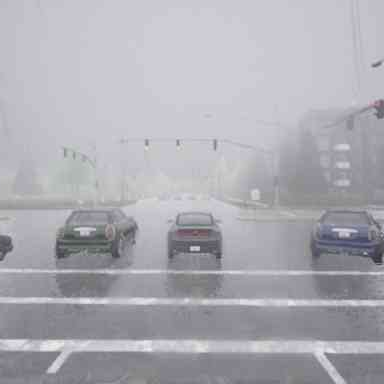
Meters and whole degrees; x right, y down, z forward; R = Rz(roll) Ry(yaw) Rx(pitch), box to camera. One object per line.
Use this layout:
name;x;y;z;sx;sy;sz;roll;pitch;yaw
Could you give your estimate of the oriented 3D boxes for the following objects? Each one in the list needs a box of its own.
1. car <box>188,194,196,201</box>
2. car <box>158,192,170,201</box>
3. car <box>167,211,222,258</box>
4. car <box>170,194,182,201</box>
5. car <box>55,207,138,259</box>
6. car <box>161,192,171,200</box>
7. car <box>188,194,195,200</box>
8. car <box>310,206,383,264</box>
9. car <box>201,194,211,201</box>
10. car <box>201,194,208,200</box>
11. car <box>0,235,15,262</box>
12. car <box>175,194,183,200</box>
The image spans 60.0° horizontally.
car;-0.050;1.457;80.728;1.994;1.385;4.181;0;0;0
car;-7.050;1.430;80.306;2.128;1.511;4.902;0;0;0
car;0.094;1.491;12.742;1.837;1.490;4.892;0;0;0
car;-3.550;1.500;80.755;1.895;1.301;4.718;0;0;0
car;-3.406;1.337;12.728;2.097;1.767;4.553;0;0;0
car;-7.058;1.040;90.753;2.150;2.045;5.566;0;0;0
car;-0.058;1.315;90.729;1.837;1.490;4.892;0;0;0
car;5.769;1.337;12.176;2.097;1.767;4.553;0;0;29
car;3.450;1.383;80.314;1.882;1.535;5.008;0;0;0
car;3.442;1.339;90.731;1.812;1.442;4.674;0;0;0
car;-6.906;1.537;8.737;2.033;1.411;5.357;0;0;0
car;-3.558;1.355;90.726;2.033;1.411;5.357;0;0;0
